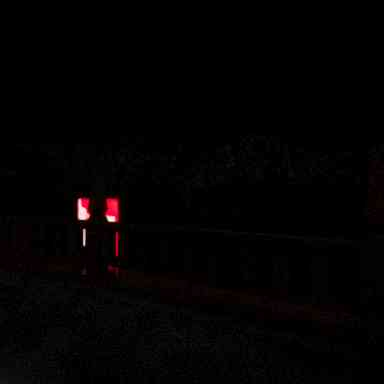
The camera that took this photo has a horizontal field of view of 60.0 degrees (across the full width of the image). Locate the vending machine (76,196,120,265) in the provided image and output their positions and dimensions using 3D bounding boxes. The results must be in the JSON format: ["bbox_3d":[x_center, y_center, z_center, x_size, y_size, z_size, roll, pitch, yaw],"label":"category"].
[{"bbox_3d":[-3.074,1.181,10.918,0.880,2.100,1.100,0,0,30],"label":"vending machine"}]

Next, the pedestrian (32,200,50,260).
[{"bbox_3d":[-4.648,1.126,10.129,0.375,1.860,0.375,0,0,30],"label":"pedestrian"}]
